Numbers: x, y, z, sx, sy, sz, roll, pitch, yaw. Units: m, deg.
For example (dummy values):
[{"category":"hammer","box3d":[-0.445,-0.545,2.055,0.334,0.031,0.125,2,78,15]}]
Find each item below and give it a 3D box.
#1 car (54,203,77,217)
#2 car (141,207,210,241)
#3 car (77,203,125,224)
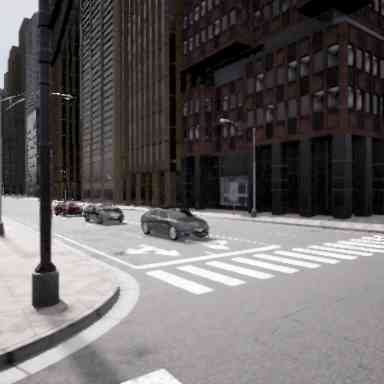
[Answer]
[{"category":"car","box3d":[-12.582,1.746,33.886,1.895,1.301,4.718,0,0,-35]},{"category":"car","box3d":[-0.994,1.558,17.420,1.837,1.490,4.892,0,0,-35]},{"category":"car","box3d":[-6.860,1.594,25.740,2.128,1.511,4.902,0,0,-35]}]
